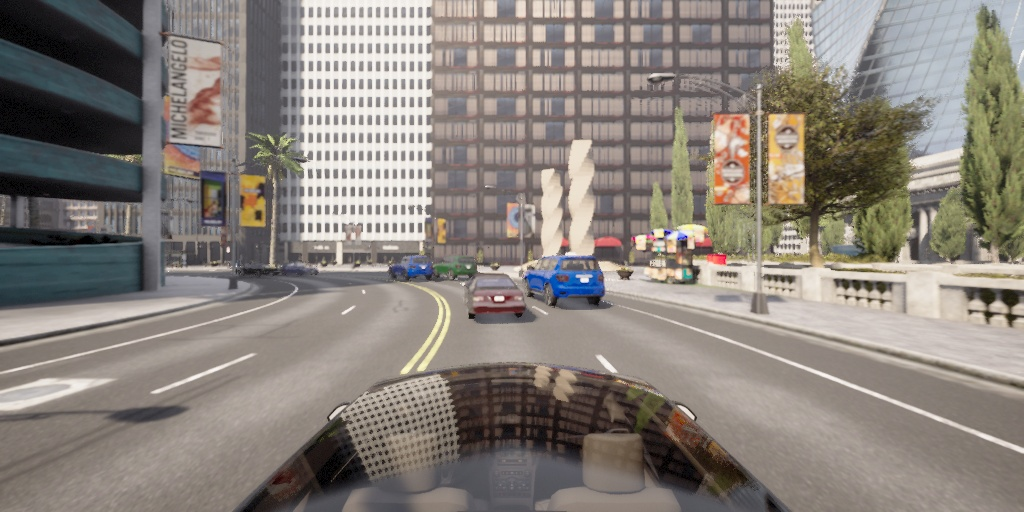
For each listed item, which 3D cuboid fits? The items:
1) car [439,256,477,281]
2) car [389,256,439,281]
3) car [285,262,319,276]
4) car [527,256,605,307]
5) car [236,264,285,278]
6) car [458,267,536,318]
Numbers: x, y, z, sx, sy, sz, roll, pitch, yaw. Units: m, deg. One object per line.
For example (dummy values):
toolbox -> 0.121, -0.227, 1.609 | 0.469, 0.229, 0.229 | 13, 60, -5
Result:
car -> -5.165, 1.037, 31.876 | 2.150, 2.045, 5.566 | 0, 0, -35
car -> -8.705, 1.033, 30.814 | 2.150, 2.045, 5.566 | 1, 0, -37
car -> -22.492, 1.345, 37.982 | 4.674, 1.442, 1.812 | 0, 0, 29
car -> 2.119, 1.005, 16.086 | 2.150, 2.045, 5.566 | 0, 0, -13
car -> -25.110, 1.413, 35.540 | 4.718, 1.301, 1.895 | 0, 0, 27
car -> -0.814, 1.323, 13.210 | 2.033, 1.411, 5.357 | 0, 0, -10
